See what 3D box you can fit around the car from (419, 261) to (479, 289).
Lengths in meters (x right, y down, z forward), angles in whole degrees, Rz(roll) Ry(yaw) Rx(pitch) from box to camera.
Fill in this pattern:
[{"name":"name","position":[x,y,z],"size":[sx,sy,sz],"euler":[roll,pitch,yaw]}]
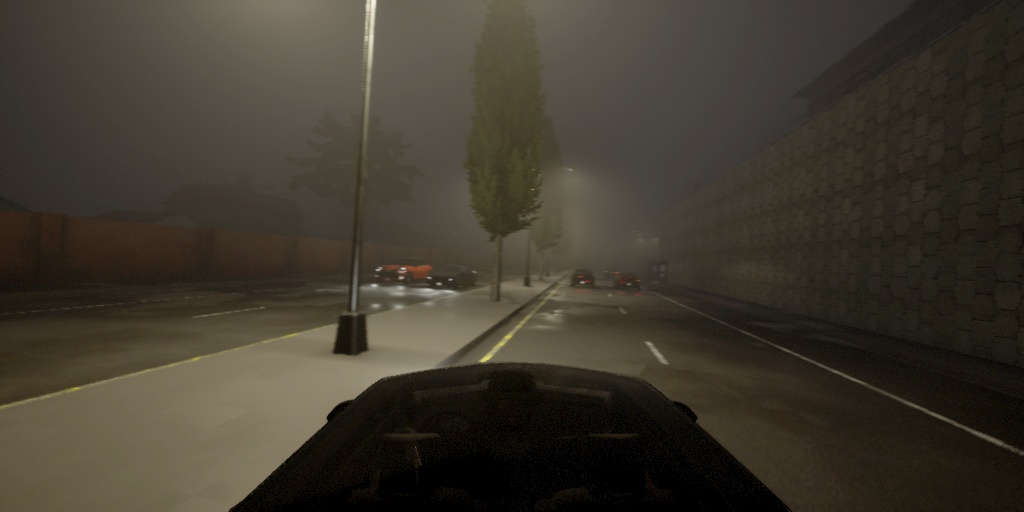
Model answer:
[{"name":"car","position":[-3.640,1.250,23.095],"size":[2.033,1.411,5.357],"euler":[3,0,11]}]

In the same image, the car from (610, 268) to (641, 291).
[{"name":"car","position":[9.439,2.001,29.665],"size":[1.812,1.442,4.674],"euler":[3,0,12]}]

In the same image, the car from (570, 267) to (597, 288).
[{"name":"car","position":[5.884,1.782,29.738],"size":[1.837,1.490,4.892],"euler":[3,0,12]}]

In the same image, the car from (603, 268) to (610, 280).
[{"name":"car","position":[12.783,2.270,46.103],"size":[2.128,1.511,4.902],"euler":[3,0,13]}]

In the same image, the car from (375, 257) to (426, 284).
[{"name":"car","position":[-7.051,0.867,23.809],"size":[2.097,1.767,4.553],"euler":[3,0,11]}]
